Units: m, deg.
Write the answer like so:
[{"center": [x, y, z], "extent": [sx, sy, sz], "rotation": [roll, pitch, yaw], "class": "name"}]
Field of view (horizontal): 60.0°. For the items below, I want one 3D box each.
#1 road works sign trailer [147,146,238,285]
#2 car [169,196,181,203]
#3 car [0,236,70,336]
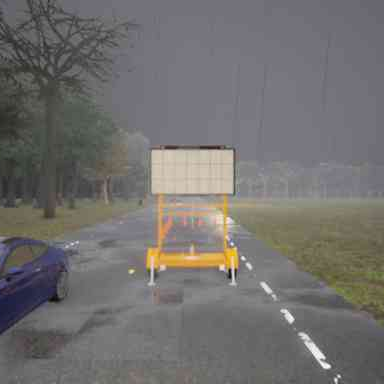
[{"center": [0.014, 0.497, 9.528], "extent": [2.380, 3.560, 2.880], "rotation": [0, 0, 0], "class": "road works sign trailer"}, {"center": [-3.401, 1.356, 67.084], "extent": [2.097, 1.767, 4.553], "rotation": [0, 0, 0], "class": "car"}, {"center": [-3.592, 1.548, 5.626], "extent": [1.812, 1.442, 4.674], "rotation": [0, 0, 0], "class": "car"}]
